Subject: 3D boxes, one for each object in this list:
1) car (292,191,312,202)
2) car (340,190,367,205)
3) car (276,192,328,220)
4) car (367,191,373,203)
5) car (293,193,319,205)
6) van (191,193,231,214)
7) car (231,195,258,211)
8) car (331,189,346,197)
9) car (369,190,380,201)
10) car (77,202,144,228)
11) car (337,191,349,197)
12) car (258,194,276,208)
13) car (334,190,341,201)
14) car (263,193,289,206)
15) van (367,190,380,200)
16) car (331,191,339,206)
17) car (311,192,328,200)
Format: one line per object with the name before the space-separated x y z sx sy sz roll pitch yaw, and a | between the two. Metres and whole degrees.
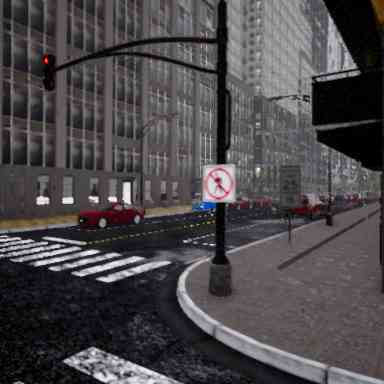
car | 17.542 0.715 52.975 1.967 1.590 4.097 2 2 34
car | 21.253 0.853 43.574 1.967 1.590 4.097 2 2 34
car | 8.445 1.016 24.918 2.192 1.841 5.009 2 2 34
car | 24.453 0.907 48.240 1.947 1.339 4.313 2 2 34
car | 15.703 0.934 45.610 2.033 1.411 5.357 1 1 35
van | 1.532 0.975 29.656 1.690 1.788 3.998 2 2 34
car | 4.733 1.107 34.325 1.887 1.381 4.507 2 2 34
car | 33.555 0.231 76.288 2.192 1.841 5.009 2 2 34
car | 30.954 0.721 57.707 1.752 1.417 4.829 2 2 34
car | -4.874 1.323 20.335 1.887 1.381 4.507 2 2 34
car | 36.754 0.410 80.958 1.947 1.339 4.313 2 2 34
car | 7.935 1.035 38.988 1.887 1.381 4.507 2 2 34
car | 22.444 0.862 50.088 2.033 1.411 5.357 1 1 34
car | 11.041 0.946 43.511 1.752 1.417 4.829 2 2 34
van | 34.062 0.467 62.225 1.690 1.788 3.998 2 2 34
car | 15.940 0.951 40.558 2.128 1.511 4.902 1 1 35
car | 23.946 0.676 62.304 1.887 1.381 4.507 2 2 34
